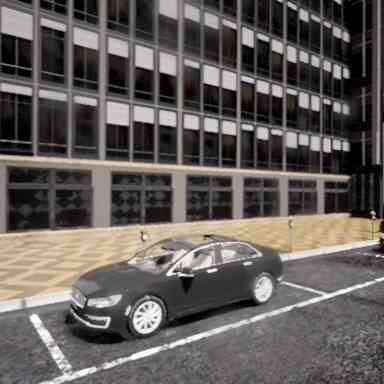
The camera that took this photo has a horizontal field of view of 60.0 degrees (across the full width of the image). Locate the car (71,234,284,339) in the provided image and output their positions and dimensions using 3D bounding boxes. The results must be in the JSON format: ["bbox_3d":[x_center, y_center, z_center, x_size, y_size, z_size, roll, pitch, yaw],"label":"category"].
[{"bbox_3d":[-0.059,1.555,6.512,4.403,1.369,2.008,0,0,-35],"label":"car"}]

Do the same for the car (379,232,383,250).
[{"bbox_3d":[8.962,1.599,12.944,4.206,1.307,1.802,0,0,-35],"label":"car"}]
